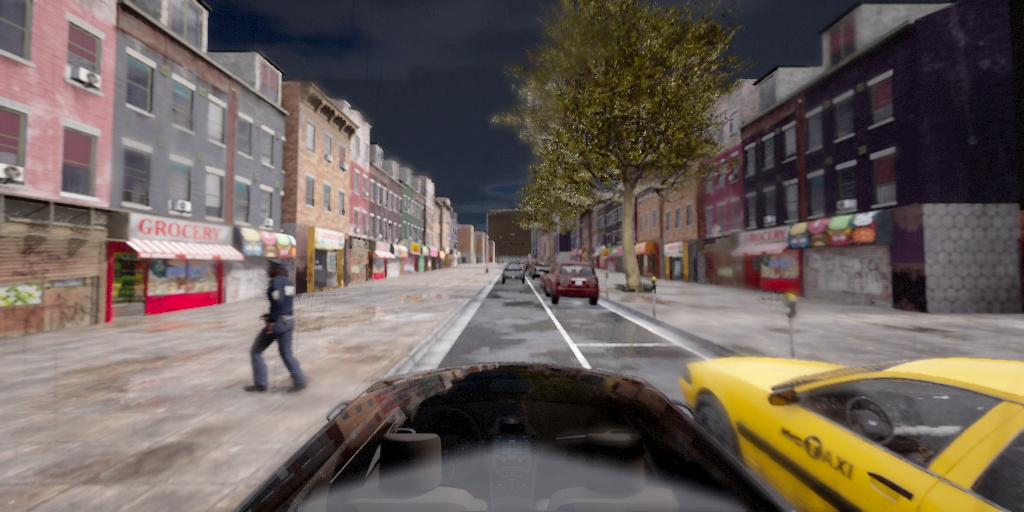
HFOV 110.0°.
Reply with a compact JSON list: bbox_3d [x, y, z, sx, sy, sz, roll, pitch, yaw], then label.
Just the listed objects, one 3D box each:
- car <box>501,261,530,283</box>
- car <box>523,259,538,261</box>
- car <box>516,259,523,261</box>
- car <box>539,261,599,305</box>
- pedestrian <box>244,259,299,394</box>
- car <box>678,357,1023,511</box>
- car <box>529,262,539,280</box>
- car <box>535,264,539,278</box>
[{"bbox_3d":[0.116,1.417,29.830,2.128,1.511,4.902,0,0,0],"label":"car"},{"bbox_3d":[2.690,1.286,50.104,2.192,1.841,5.009,0,0,0],"label":"car"},{"bbox_3d":[0.125,1.483,44.232,1.812,1.442,4.674,0,0,0],"label":"car"},{"bbox_3d":[2.655,1.177,16.768,2.192,1.841,5.009,0,0,0],"label":"car"},{"bbox_3d":[-3.212,0.919,4.852,0.375,1.860,0.375,2,-2,0],"label":"pedestrian"},{"bbox_3d":[2.749,1.207,1.821,1.801,1.575,5.366,0,0,0],"label":"car"},{"bbox_3d":[2.673,1.500,33.440,1.948,1.339,4.313,0,0,0],"label":"car"},{"bbox_3d":[2.661,1.438,22.326,1.888,1.381,4.507,0,0,0],"label":"car"}]
